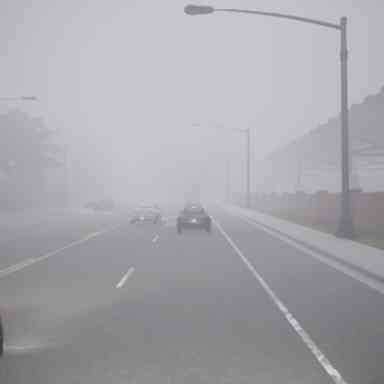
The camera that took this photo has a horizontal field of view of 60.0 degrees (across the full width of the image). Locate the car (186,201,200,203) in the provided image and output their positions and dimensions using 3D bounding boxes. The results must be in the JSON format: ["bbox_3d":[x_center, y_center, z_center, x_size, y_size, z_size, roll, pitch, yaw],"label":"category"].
[{"bbox_3d":[0.118,1.653,38.749,1.895,1.301,4.718,0,0,0],"label":"car"}]

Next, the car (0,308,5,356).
[{"bbox_3d":[-3.399,1.356,2.332,2.097,1.767,4.553,0,0,0],"label":"car"}]

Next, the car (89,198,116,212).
[{"bbox_3d":[-10.565,1.559,40.321,1.837,1.490,4.892,0,0,0],"label":"car"}]

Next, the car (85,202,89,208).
[{"bbox_3d":[-14.017,1.666,48.304,1.895,1.301,4.718,0,0,1],"label":"car"}]

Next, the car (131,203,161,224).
[{"bbox_3d":[-3.389,1.560,24.970,1.812,1.442,4.674,0,0,0],"label":"car"}]

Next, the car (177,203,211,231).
[{"bbox_3d":[0.111,1.592,20.598,1.994,1.385,4.181,0,0,0],"label":"car"}]
